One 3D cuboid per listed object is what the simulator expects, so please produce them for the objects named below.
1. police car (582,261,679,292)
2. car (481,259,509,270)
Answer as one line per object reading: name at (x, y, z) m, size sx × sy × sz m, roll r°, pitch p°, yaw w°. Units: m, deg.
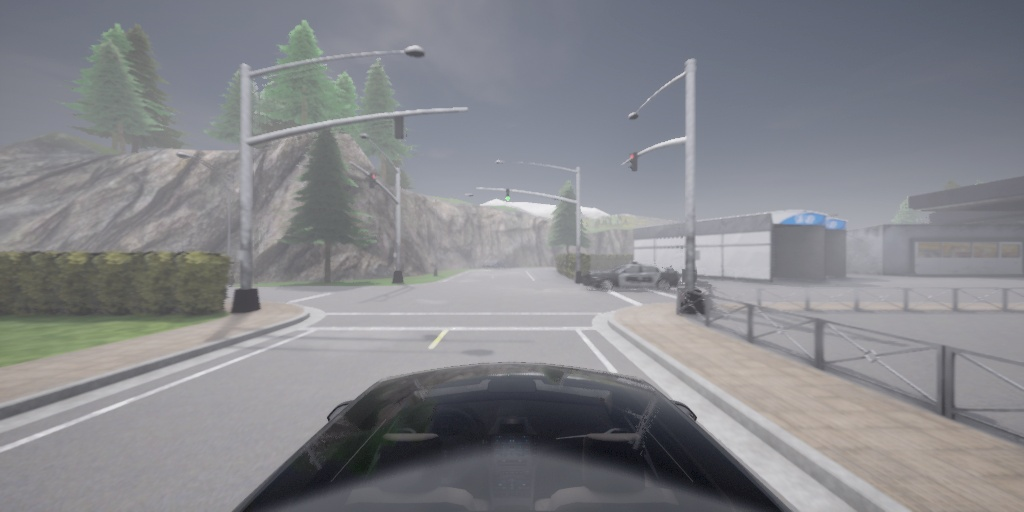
police car at (6.692, 1.130, 20.410) m, size 5.238 × 1.638 × 1.930 m, roll 0°, pitch 0°, yaw 1°
car at (-2.301, 1.175, 50.726) m, size 2.033 × 1.411 × 5.357 m, roll 0°, pitch 0°, yaw 28°
